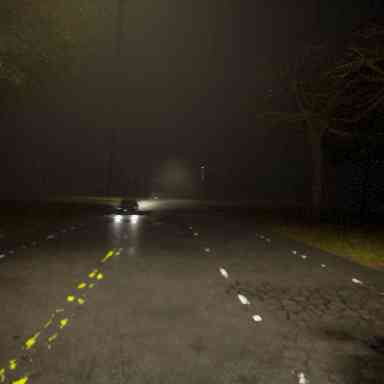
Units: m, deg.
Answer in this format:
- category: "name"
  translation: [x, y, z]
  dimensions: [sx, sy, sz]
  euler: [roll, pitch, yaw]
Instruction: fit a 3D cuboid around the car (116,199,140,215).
- category: "car"
  translation: [-6.166, 1.425, 32.339]
  dimensions: [1.837, 1.490, 4.892]
  euler: [2, 0, -5]
